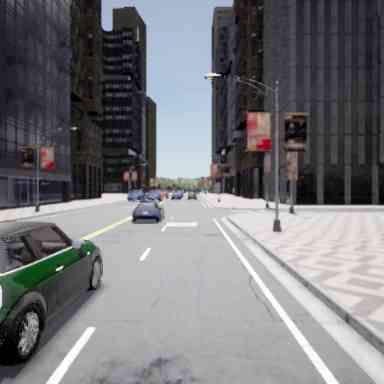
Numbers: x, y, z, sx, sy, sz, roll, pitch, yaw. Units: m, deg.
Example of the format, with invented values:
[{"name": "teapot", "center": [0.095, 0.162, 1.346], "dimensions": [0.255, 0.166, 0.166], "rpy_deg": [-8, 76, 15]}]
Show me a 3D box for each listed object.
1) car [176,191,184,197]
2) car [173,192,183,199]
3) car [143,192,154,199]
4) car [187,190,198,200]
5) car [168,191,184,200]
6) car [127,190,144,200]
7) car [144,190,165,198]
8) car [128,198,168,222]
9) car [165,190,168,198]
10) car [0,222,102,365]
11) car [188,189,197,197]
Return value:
[{"name": "car", "center": [-3.151, 0.458, 86.757], "dimensions": [1.882, 1.535, 5.008], "rpy_deg": [0, 1, 0]}, {"name": "car", "center": [-3.162, 0.793, 77.040], "dimensions": [2.033, 1.411, 5.357], "rpy_deg": [0, 1, 0]}, {"name": "car", "center": [-9.666, 0.812, 73.784], "dimensions": [1.812, 1.442, 4.674], "rpy_deg": [0, 1, 0]}, {"name": "car", "center": [0.076, 0.892, 66.520], "dimensions": [1.812, 1.442, 4.674], "rpy_deg": [0, 1, 0]}, {"name": "car", "center": [-3.174, 0.887, 66.940], "dimensions": [1.812, 1.442, 4.674], "rpy_deg": [0, 1, 0]}, {"name": "car", "center": [-9.732, 0.679, 57.922], "dimensions": [2.150, 2.045, 5.566], "rpy_deg": [0, 1, 1]}, {"name": "car", "center": [-6.486, 0.679, 57.928], "dimensions": [2.150, 2.045, 5.566], "rpy_deg": [0, 1, 1]}, {"name": "car", "center": [-3.121, 1.357, 24.363], "dimensions": [1.994, 1.385, 4.181], "rpy_deg": [0, 1, 0]}, {"name": "car", "center": [-6.415, 0.514, 73.749], "dimensions": [2.150, 2.045, 5.566], "rpy_deg": [0, 1, 0]}, {"name": "car", "center": [-3.142, 1.301, 5.926], "dimensions": [2.097, 1.767, 4.553], "rpy_deg": [0, 0, 0]}, {"name": "car", "center": [0.099, 0.205, 86.780], "dimensions": [2.150, 2.045, 5.566], "rpy_deg": [0, 1, 0]}]
